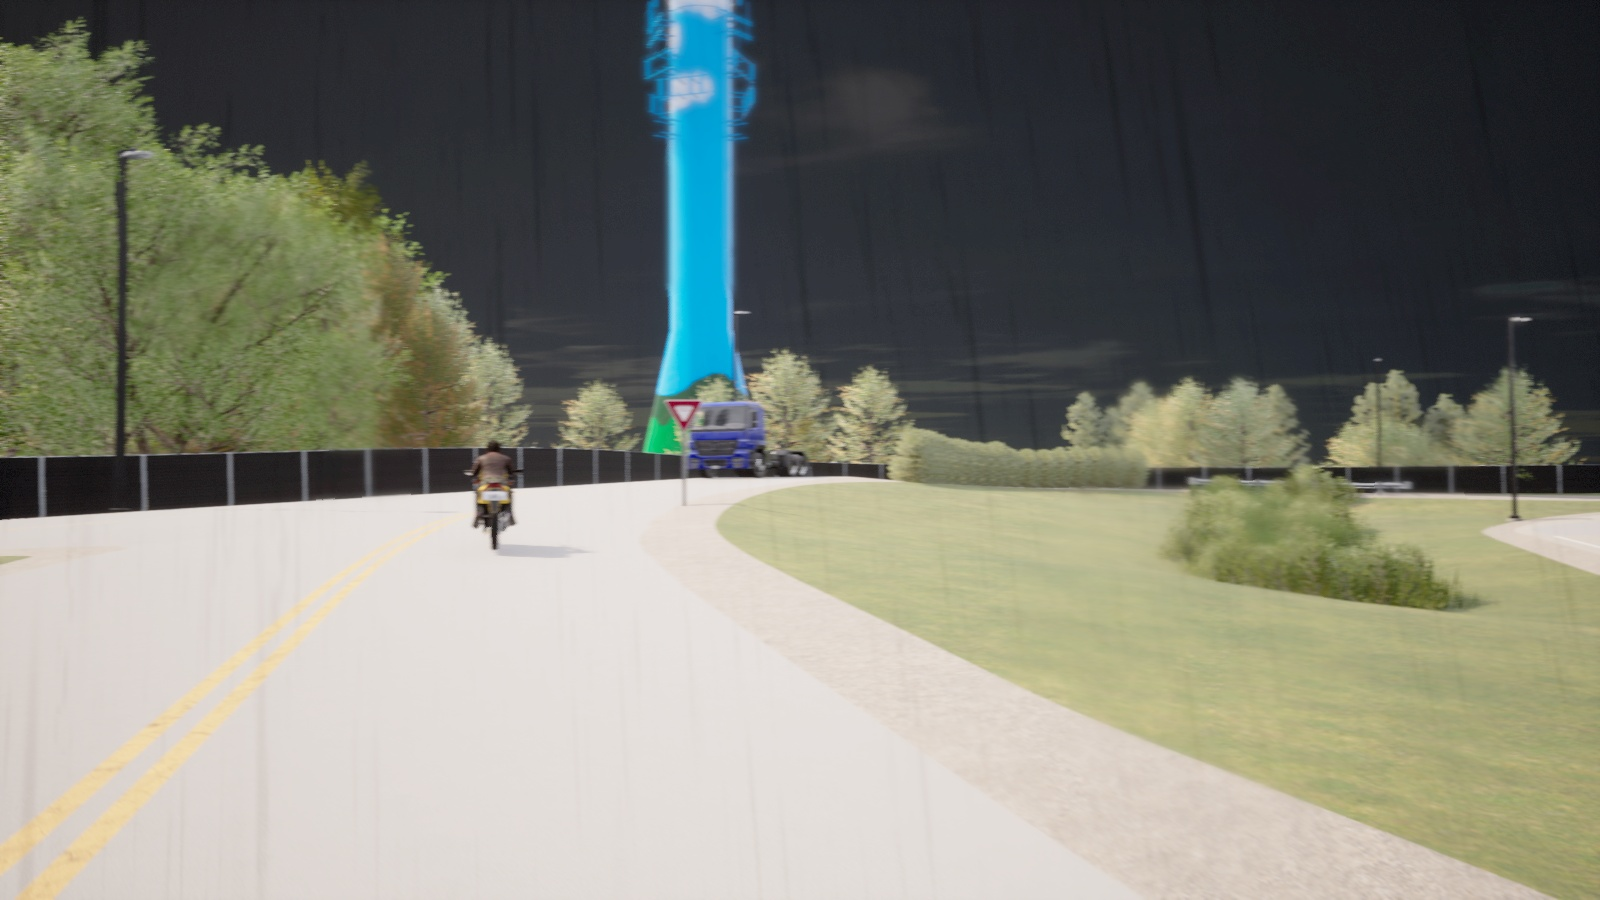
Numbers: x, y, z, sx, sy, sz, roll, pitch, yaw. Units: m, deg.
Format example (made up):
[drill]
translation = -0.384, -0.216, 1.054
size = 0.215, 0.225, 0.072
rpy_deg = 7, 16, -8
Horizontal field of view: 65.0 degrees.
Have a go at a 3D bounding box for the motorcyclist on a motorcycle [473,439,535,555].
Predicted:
[motorcyclist on a motorcycle]
translation = -4.172, 0.616, 17.670
size = 0.797, 1.523, 2.044
rpy_deg = 0, 0, -14

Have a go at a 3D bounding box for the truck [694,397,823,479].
[truck]
translation = -1.746, -0.418, 57.815
size = 2.891, 3.462, 7.936
rpy_deg = -1, -2, 23
